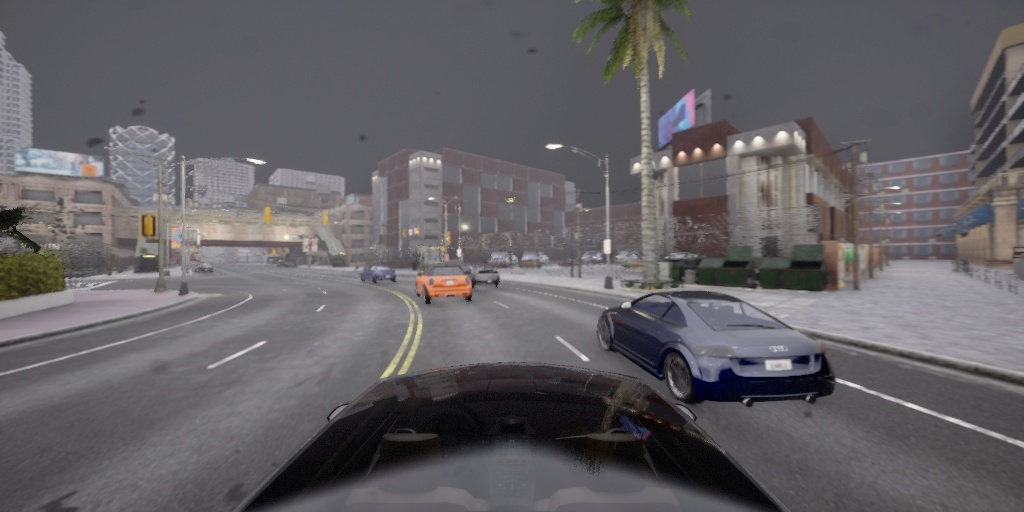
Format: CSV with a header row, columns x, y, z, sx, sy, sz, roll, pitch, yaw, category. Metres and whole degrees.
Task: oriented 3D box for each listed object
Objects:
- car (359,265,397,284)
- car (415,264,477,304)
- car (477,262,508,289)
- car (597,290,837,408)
x,y,z,sx,sy,sz,roll,pitch,yaw,category
-11.147,1.464,29.853,1.812,1.442,4.674,-1,0,-39,car
-3.428,1.175,17.397,2.097,1.767,4.553,-1,0,-21,car
-2.407,1.313,23.383,2.128,1.511,4.902,-1,0,-27,car
3.014,1.287,6.321,1.994,1.385,4.181,-1,0,-6,car
